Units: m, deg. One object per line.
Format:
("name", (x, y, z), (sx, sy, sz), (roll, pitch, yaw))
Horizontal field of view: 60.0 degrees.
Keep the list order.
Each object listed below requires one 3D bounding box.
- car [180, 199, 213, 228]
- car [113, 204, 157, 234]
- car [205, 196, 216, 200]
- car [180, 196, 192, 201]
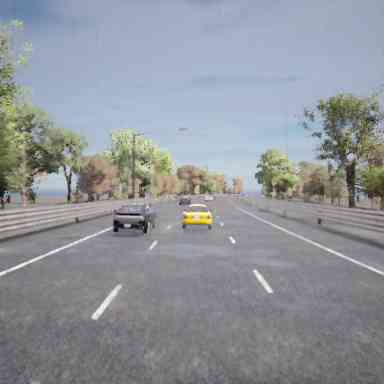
("car", (0.367, 1.462, 21.938), (1.801, 1.575, 5.366), (0, 0, 2))
("car", (-3.187, 1.468, 19.263), (2.128, 1.511, 4.902), (2, 0, 2))
("car", (4.266, 1.697, 81.849), (1.895, 1.301, 4.718), (0, 0, 6))
("car", (-1.106, 1.540, 60.672), (2.128, 1.511, 4.902), (0, 0, 5))
